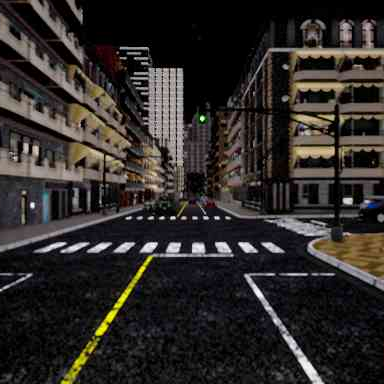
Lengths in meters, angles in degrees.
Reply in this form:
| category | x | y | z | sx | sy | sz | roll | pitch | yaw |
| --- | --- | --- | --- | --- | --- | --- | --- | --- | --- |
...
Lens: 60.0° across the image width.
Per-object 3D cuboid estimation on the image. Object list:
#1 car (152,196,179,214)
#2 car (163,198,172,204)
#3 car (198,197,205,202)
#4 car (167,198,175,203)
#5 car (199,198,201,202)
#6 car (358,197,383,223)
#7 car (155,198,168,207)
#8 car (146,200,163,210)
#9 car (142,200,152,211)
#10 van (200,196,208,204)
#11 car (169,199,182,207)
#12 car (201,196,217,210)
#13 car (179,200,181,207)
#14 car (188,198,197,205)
| category | x | y | z | sx | sy | sz | roll | pitch | yaw |
| --- | --- | --- | --- | --- | --- | --- | --- | --- | --- |
| car | -3.053 | 1.492 | 39.606 | 2.150 | 2.045 | 5.566 | 0 | 0 | 0 |
| car | -5.605 | 2.080 | 77.816 | 1.752 | 1.417 | 4.829 | -1 | 0 | 0 |
| car | 2.796 | 2.230 | 94.554 | 1.887 | 1.381 | 4.507 | -1 | 0 | 0 |
| car | -5.591 | 2.224 | 89.042 | 1.802 | 1.307 | 4.206 | -1 | 0 | 0 |
| car | 2.763 | 2.022 | 66.915 | 2.008 | 1.369 | 4.403 | -1 | 0 | 0 |
| car | 14.868 | 1.368 | 24.307 | 5.008 | 1.535 | 1.882 | -1 | 0 | -1 |
| car | -5.626 | 1.870 | 61.403 | 1.967 | 1.590 | 4.097 | -1 | 0 | 0 |
| car | -5.638 | 1.915 | 50.347 | 1.947 | 1.339 | 4.313 | 0 | 0 | 0 |
| car | -5.644 | 1.859 | 44.820 | 2.008 | 1.369 | 4.403 | 0 | 0 | 0 |
| van | 2.774 | 1.897 | 77.972 | 1.690 | 1.788 | 3.998 | -1 | 0 | 0 |
| car | -2.996 | 1.968 | 60.071 | 2.033 | 1.411 | 5.357 | 0 | 0 | 1 |
| car | 2.741 | 1.789 | 50.333 | 1.967 | 1.590 | 4.097 | -1 | 0 | 0 |
| car | -3.033 | 1.868 | 49.437 | 1.812 | 1.442 | 4.674 | 0 | 0 | 0 |
| car | 0.107 | 2.063 | 73.530 | 2.033 | 1.411 | 5.357 | 0 | 0 | 0 |
